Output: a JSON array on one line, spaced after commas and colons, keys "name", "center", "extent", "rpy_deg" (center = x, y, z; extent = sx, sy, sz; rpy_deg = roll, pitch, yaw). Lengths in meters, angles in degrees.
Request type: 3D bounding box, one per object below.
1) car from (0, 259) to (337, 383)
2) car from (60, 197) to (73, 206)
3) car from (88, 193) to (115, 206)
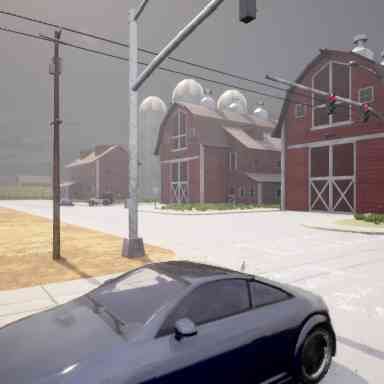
[{"name": "car", "center": [-0.228, 1.564, 3.825], "extent": [4.181, 1.385, 1.994], "rpy_deg": [0, 0, -35]}, {"name": "car", "center": [-20.460, 1.538, 52.859], "extent": [1.994, 1.385, 4.181], "rpy_deg": [0, 0, -36]}, {"name": "car", "center": [-13.758, 1.118, 50.620], "extent": [3.866, 1.878, 1.905], "rpy_deg": [-2, 5, 11]}]
